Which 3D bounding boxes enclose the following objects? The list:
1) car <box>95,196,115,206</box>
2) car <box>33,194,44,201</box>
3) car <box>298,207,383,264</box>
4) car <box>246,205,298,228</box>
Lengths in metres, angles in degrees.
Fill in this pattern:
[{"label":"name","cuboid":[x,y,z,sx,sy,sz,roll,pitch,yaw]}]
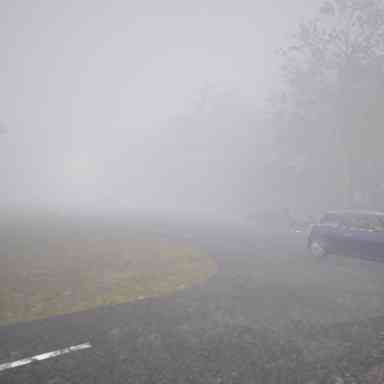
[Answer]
[{"label":"car","cuboid":[-13.794,1.403,52.666,1.837,1.490,4.892,1,0,-34]},{"label":"car","cuboid":[-33.711,1.205,72.786,1.812,1.442,4.674,1,0,-27]},{"label":"car","cuboid":[6.150,1.449,10.904,2.097,1.767,4.553,1,0,-35]},{"label":"car","cuboid":[6.189,1.636,23.098,2.033,1.411,5.357,1,0,-34]}]
